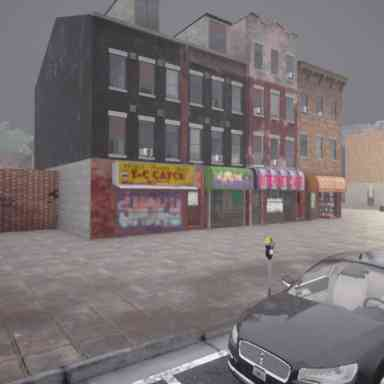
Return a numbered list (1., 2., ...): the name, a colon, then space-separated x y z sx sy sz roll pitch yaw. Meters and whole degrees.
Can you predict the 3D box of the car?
1. car: 2.444 1.552 4.541 4.403 1.369 2.008 0 0 -35
